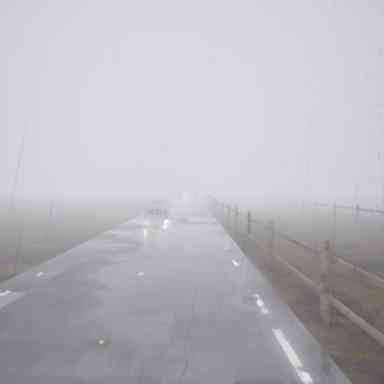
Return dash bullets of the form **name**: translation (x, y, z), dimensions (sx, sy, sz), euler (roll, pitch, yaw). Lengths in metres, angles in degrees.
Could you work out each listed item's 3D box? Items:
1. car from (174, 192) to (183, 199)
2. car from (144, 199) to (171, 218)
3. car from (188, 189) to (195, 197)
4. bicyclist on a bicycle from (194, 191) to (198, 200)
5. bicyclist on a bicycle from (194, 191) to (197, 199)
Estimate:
- **car**: translation (-2.802, 0.753, 70.509), dimensions (2.033, 1.411, 5.357), euler (0, 1, 0)
- **car**: translation (-2.869, 1.320, 28.197), dimensions (1.882, 1.535, 5.008), euler (0, 0, 0)
- **car**: translation (-0.063, 0.383, 85.373), dimensions (1.812, 1.442, 4.674), euler (0, 2, 0)
- **bicyclist on a bicycle**: translation (0.712, 0.805, 60.234), dimensions (0.659, 1.776, 1.843), euler (0, 1, 0)
- **bicyclist on a bicycle**: translation (0.705, 0.628, 69.228), dimensions (0.659, 1.776, 1.843), euler (0, 1, 0)
